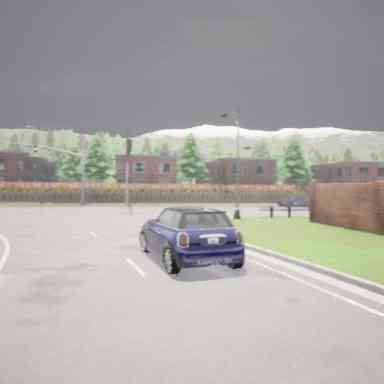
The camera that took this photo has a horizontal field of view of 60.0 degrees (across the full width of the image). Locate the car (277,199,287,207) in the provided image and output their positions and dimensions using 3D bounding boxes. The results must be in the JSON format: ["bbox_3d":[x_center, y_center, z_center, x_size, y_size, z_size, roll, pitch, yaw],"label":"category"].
[{"bbox_3d":[12.350,1.190,39.811,4.181,1.385,1.994,0,1,-12],"label":"car"}]

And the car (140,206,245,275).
[{"bbox_3d":[-0.206,1.223,10.399,2.097,1.767,4.553,0,1,-20],"label":"car"}]

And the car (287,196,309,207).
[{"bbox_3d":[13.528,1.168,36.485,4.902,1.511,2.128,0,1,-12],"label":"car"}]
